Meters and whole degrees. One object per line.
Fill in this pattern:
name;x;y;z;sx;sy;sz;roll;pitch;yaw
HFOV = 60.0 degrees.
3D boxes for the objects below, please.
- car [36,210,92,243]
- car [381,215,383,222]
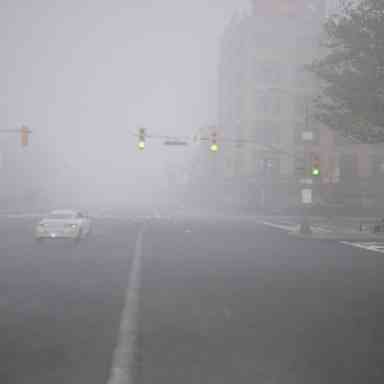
car;-6.107;1.579;16.195;1.812;1.442;4.674;1;-1;-8
car;18.719;2.119;28.408;4.892;1.490;1.837;1;-1;-8
